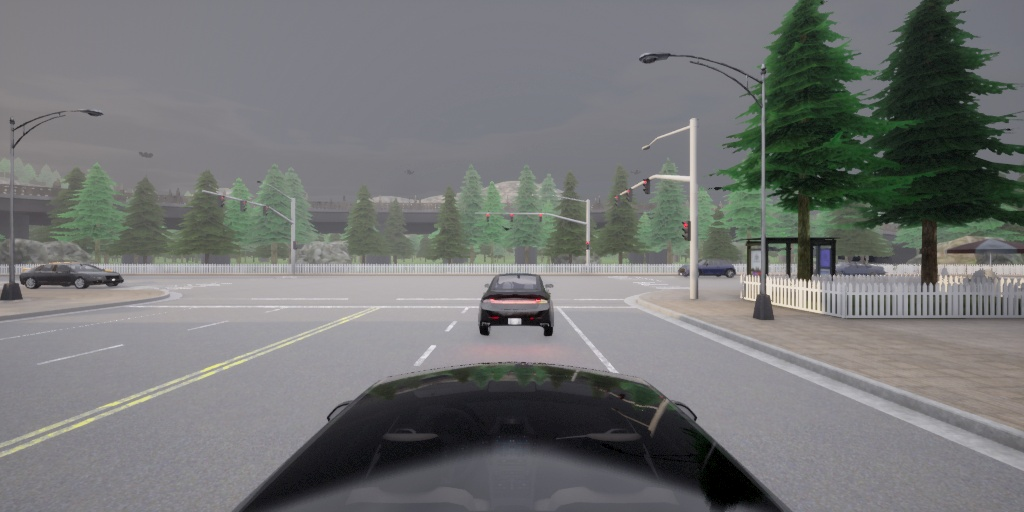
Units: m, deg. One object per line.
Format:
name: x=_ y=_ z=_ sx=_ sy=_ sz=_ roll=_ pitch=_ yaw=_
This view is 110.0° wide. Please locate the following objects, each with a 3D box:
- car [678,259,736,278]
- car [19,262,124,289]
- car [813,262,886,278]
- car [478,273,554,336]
car: x=17.515 y=1.046 z=32.388 sx=4.553 sy=1.767 sz=2.097 roll=0 pitch=0 yaw=0
car: x=-26.753 y=1.199 z=21.863 sx=4.892 sy=1.490 sz=1.837 roll=0 pitch=0 yaw=0
car: x=30.205 y=1.241 z=32.253 sx=5.357 sy=1.411 sz=2.033 roll=0 pitch=0 yaw=1
car: x=0.181 y=1.242 z=10.394 sx=2.128 sy=1.511 sz=4.902 roll=0 pitch=0 yaw=3
